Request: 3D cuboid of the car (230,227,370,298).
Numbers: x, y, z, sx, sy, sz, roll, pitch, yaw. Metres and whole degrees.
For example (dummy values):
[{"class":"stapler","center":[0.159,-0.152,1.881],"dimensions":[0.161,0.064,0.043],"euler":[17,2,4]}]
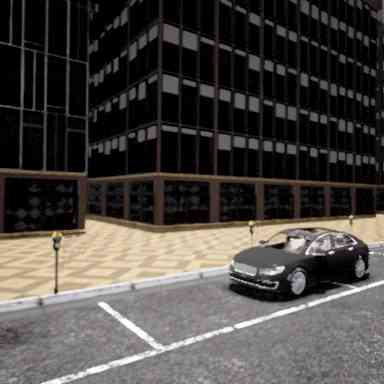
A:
[{"class":"car","center":[2.930,1.629,8.655],"dimensions":[4.403,1.369,2.008],"euler":[1,0,-36]}]
